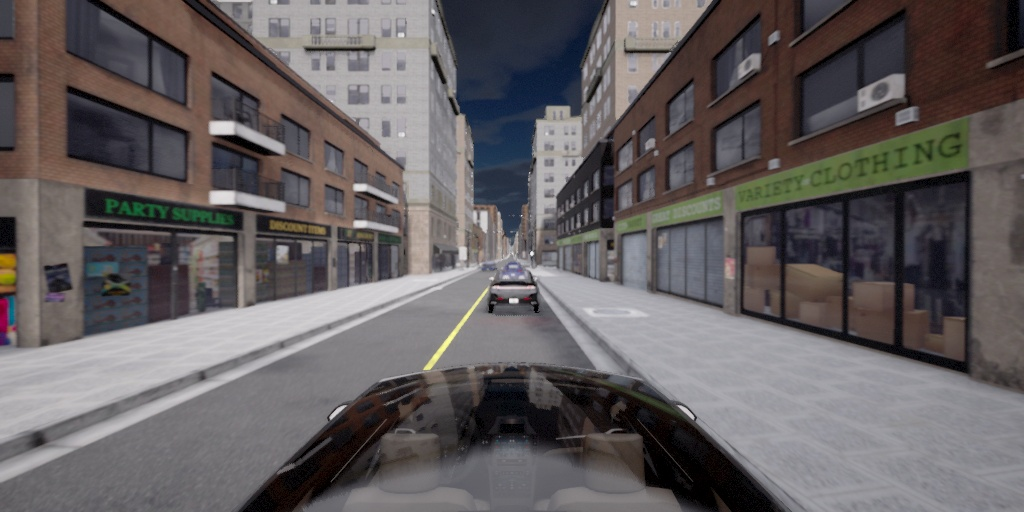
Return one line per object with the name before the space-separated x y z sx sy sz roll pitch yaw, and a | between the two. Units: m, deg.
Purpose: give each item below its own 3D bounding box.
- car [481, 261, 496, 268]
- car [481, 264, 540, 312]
car | -3.041 1.312 48.212 2.033 1.411 5.357 0 0 1
car | 0.074 1.250 14.149 2.128 1.511 4.902 0 0 0
